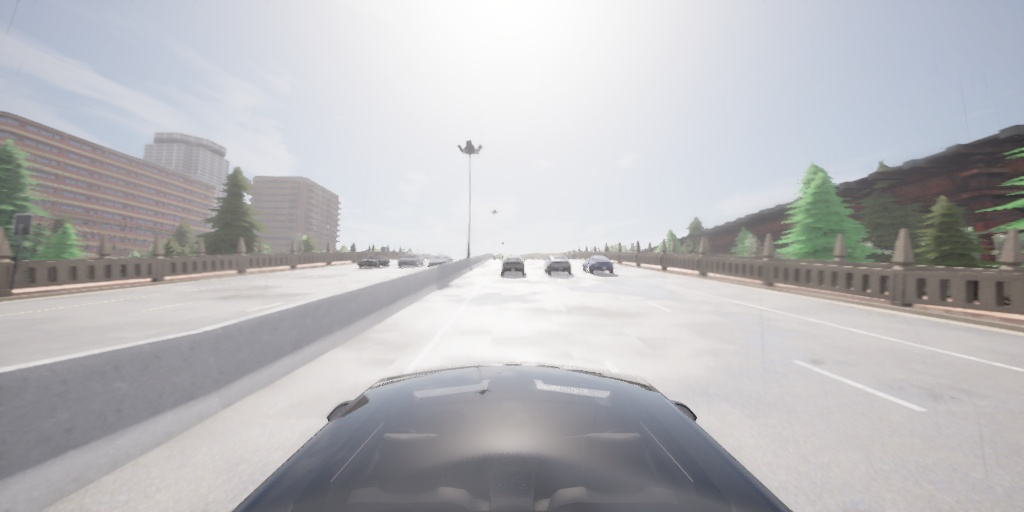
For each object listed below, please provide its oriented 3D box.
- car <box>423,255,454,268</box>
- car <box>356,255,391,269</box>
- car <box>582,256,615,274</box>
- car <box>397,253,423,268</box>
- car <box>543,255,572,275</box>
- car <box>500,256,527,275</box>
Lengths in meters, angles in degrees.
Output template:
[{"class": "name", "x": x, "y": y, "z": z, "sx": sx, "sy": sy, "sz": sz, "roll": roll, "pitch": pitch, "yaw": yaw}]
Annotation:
[{"class": "car", "x": -7.091, "y": 0.557, "z": 36.315, "sx": 2.033, "sy": 1.411, "sz": 5.357, "roll": 0, "pitch": 1, "yaw": 0}, {"class": "car", "x": -14.084, "y": 0.598, "z": 36.702, "sx": 1.895, "sy": 1.301, "sz": 4.718, "roll": 0, "pitch": 1, "yaw": 0}, {"class": "car", "x": 7.096, "y": 0.694, "z": 29.798, "sx": 1.812, "sy": 1.442, "sz": 4.674, "roll": 0, "pitch": 1, "yaw": 0}, {"class": "car", "x": -10.579, "y": 0.480, "z": 37.794, "sx": 1.837, "sy": 1.490, "sz": 4.892, "roll": 0, "pitch": 1, "yaw": 0}, {"class": "car", "x": 3.594, "y": 0.683, "z": 28.759, "sx": 2.128, "sy": 1.511, "sz": 4.902, "roll": 0, "pitch": 1, "yaw": 0}, {"class": "car", "x": 0.094, "y": 0.695, "z": 28.710, "sx": 1.837, "sy": 1.490, "sz": 4.892, "roll": 0, "pitch": 1, "yaw": 0}]
